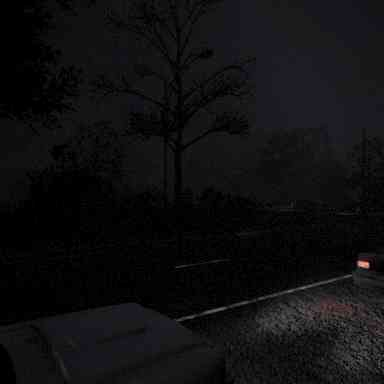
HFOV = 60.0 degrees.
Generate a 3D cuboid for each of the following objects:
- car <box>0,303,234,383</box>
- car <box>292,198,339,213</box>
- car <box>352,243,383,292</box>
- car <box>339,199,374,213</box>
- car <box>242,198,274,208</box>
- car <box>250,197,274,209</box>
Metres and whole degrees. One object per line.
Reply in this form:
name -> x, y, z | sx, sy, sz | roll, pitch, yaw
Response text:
car -> -1.953, 1.601, 2.318 | 4.718, 1.301, 1.895 | 0, 0, -35
car -> 13.416, 1.508, 37.154 | 1.837, 1.490, 4.892 | 0, 0, -28
car -> 5.945, 1.547, 7.816 | 5.357, 1.411, 2.033 | 0, 0, -35
car -> 17.585, 1.491, 36.892 | 2.128, 1.511, 4.902 | 0, 0, -29
car -> 10.043, 1.605, 51.170 | 2.033, 1.411, 5.357 | 0, 0, -26
car -> 9.069, 1.509, 45.381 | 1.882, 1.535, 5.008 | 0, 0, -27
